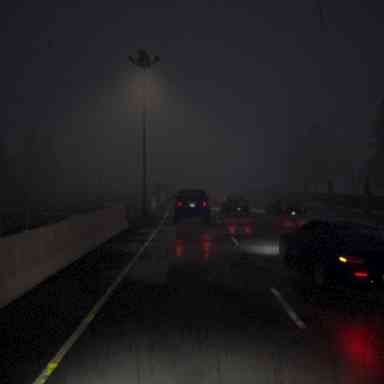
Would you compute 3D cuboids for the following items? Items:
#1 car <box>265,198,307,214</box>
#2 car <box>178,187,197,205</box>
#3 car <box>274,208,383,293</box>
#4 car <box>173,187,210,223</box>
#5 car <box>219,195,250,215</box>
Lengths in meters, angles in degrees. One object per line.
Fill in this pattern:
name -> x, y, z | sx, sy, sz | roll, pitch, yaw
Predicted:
car -> 6.879, 1.128, 24.952 | 1.895, 1.301, 4.718 | 0, 1, -2
car -> -0.541, 0.447, 40.954 | 2.150, 2.045, 5.566 | 0, 1, -1
car -> 3.604, 1.366, 8.308 | 1.812, 1.442, 4.674 | 0, 1, 0
car -> -0.025, 0.812, 21.573 | 2.150, 2.045, 5.566 | 0, 1, -1
car -> 3.328, 0.990, 26.468 | 2.128, 1.511, 4.902 | 0, 1, -2
